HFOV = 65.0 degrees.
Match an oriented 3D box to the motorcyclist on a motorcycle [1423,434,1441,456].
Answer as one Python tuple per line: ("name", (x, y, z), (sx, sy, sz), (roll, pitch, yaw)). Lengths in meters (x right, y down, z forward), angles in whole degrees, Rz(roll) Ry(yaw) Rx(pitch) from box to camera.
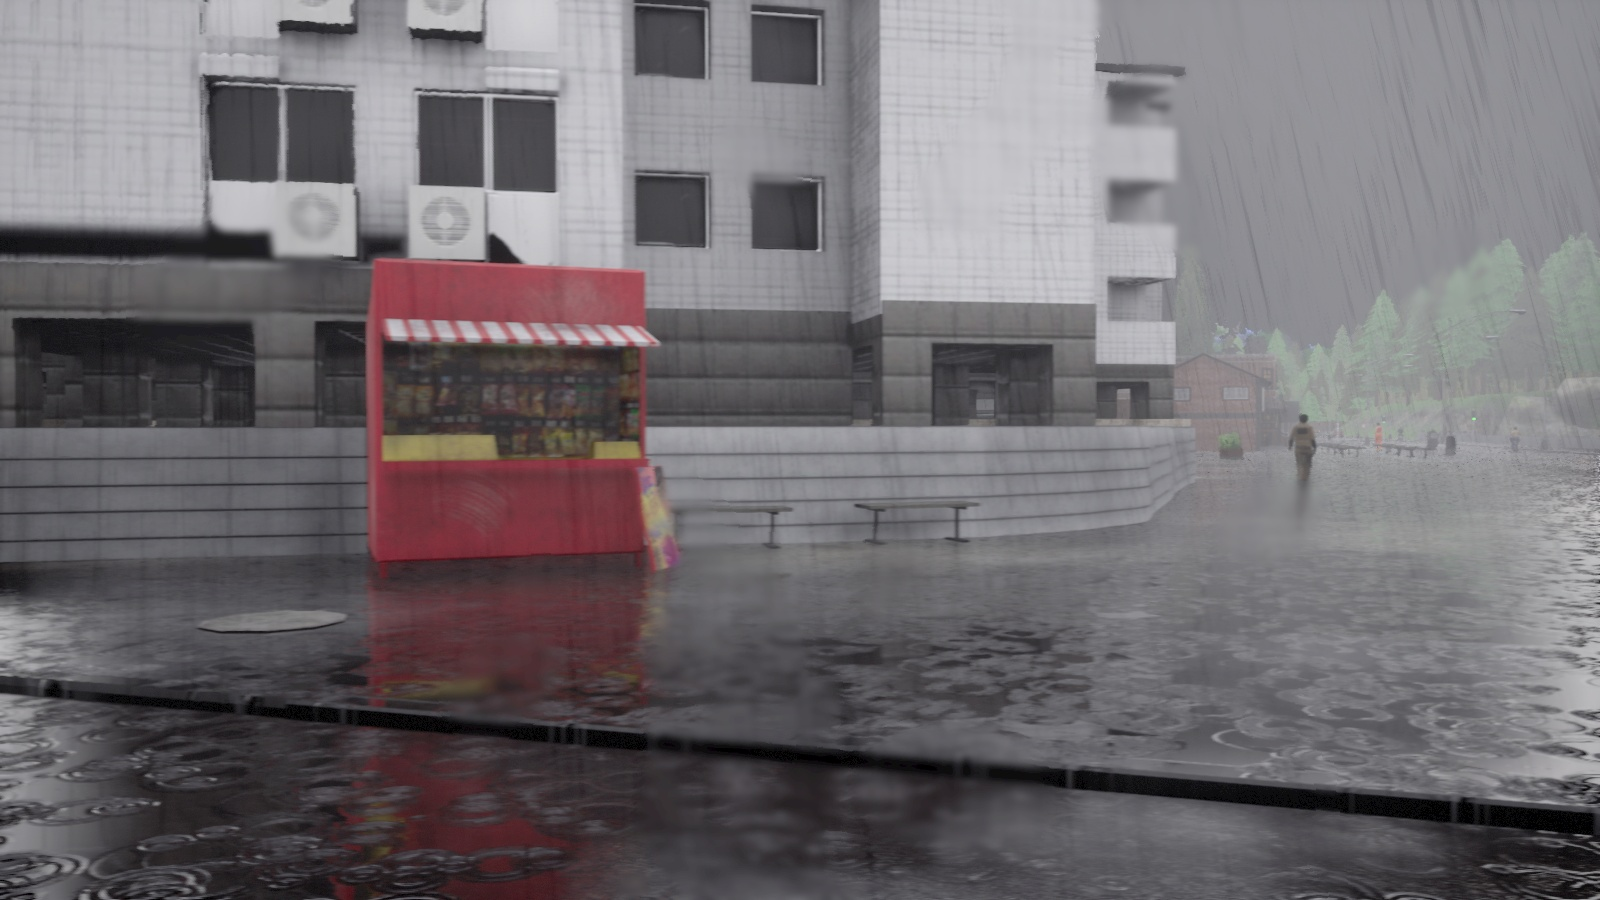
("motorcyclist on a motorcycle", (44.636, -0.372, 88.721), (0.866, 1.530, 2.191), (1, 1, 19))

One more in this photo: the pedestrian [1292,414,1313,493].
("pedestrian", (12.415, 0.087, 31.040), (0.396, 1.930, 0.692), (1, 1, 28))
